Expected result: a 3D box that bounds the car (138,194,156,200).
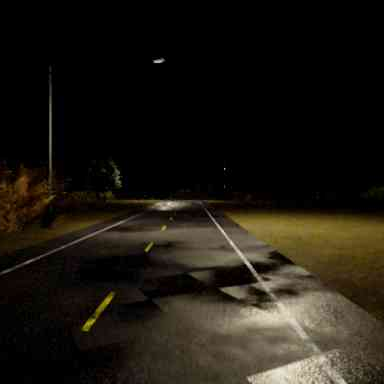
[{"bbox_3d":[-12.393,1.461,91.290,4.892,1.490,1.837,0,0,-2],"label":"car"}]
